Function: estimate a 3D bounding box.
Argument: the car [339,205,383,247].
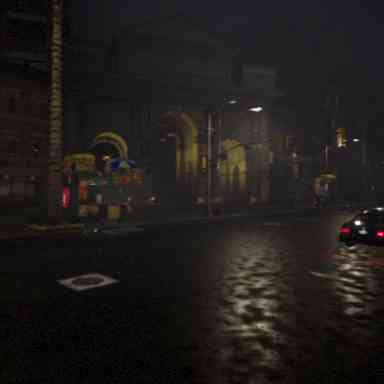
[{"bbox_3d":[7.747,1.459,13.567,2.033,1.411,5.357,1,1,43],"label":"car"}]

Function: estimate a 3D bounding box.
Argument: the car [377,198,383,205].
[{"bbox_3d":[25.707,1.288,43.122,2.033,1.411,5.357,1,1,43],"label":"car"}]
